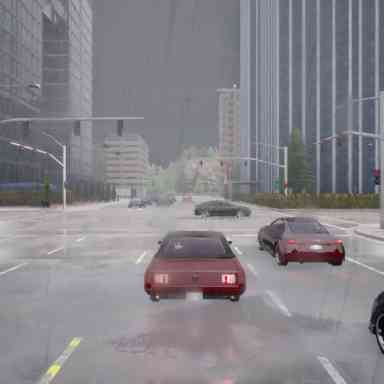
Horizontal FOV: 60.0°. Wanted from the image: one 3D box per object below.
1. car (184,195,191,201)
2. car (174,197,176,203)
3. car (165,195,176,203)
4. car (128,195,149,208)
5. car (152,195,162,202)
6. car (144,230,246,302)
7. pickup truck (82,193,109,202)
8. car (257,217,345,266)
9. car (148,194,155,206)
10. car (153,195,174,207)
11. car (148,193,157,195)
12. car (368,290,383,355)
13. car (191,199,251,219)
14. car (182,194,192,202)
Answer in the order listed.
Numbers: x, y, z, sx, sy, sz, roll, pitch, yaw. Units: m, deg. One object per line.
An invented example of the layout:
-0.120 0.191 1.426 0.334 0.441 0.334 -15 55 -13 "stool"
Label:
-1.274 1.524 88.162 1.812 1.442 4.674 0 0 -1 "car"
-4.454 1.505 61.363 1.837 1.490 4.892 0 0 -1 "car"
-4.540 1.525 71.803 2.128 1.511 4.902 0 0 -1 "car"
-7.785 1.526 47.421 1.812 1.442 4.674 0 0 1 "car"
-8.123 1.465 77.548 1.882 1.535 5.008 0 0 -1 "car"
0.072 1.601 8.244 1.895 1.301 4.718 0 0 0 "car"
-21.184 1.058 73.296 2.390 2.098 6.274 0 0 30 "pickup truck"
3.579 1.564 11.602 1.994 1.385 4.181 0 0 0 "car"
-7.901 1.505 56.675 1.837 1.490 4.892 0 0 -1 "car"
-4.341 1.547 51.521 2.033 1.411 5.357 0 0 -1 "car"
-7.990 1.221 67.081 2.150 2.045 5.566 0 0 -1 "car"
3.608 1.564 3.191 1.994 1.385 4.181 0 0 -1 "car"
2.564 1.504 28.252 4.892 1.490 1.837 0 0 0 "car"
-1.111 1.355 77.061 2.097 1.767 4.553 0 0 -1 "car"
